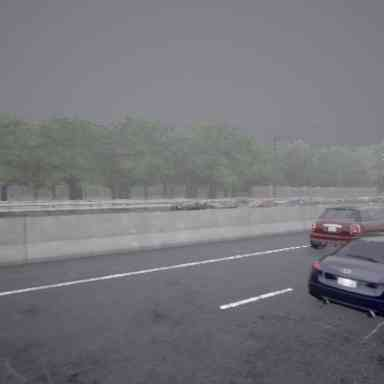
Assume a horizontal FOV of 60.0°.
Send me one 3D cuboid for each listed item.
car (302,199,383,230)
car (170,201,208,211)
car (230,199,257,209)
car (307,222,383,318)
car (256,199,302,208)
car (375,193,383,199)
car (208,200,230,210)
[{"bbox_3d":[6.658,1.322,12.915,4.553,1.767,2.097,0,0,-35],"label":"car"},{"bbox_3d":[0.103,1.567,34.143,4.718,1.301,1.895,0,0,-35],"label":"car"},{"bbox_3d":[6.128,1.442,29.833,5.008,1.535,1.882,0,0,-35],"label":"car"},{"bbox_3d":[4.335,1.544,6.960,4.181,1.385,1.994,0,0,-35],"label":"car"},{"bbox_3d":[8.040,1.512,26.901,5.357,1.411,2.033,0,0,-35],"label":"car"},{"bbox_3d":[34.383,1.169,58.473,5.566,2.045,2.150,0,0,-35],"label":"car"},{"bbox_3d":[4.313,1.470,32.836,4.892,1.490,1.837,0,0,-35],"label":"car"}]
